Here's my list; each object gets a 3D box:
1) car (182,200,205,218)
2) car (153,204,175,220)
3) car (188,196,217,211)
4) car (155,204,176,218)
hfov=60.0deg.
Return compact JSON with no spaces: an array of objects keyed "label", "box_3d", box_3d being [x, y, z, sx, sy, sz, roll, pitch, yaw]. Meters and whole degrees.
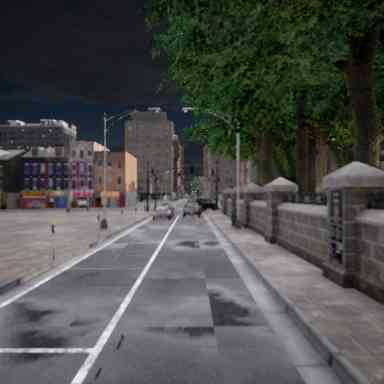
[{"label":"car","box_3d":[-0.018,1.892,35.413,2.128,1.511,4.902,0,-1,0]},{"label":"car","box_3d":[-2.729,1.940,31.561,1.802,1.307,4.206,0,-1,0]},{"label":"car","box_3d":[1.448,1.734,46.379,2.150,2.045,5.566,-1,-1,37]},{"label":"car","box_3d":[-2.740,1.965,35.224,1.947,1.339,4.313,0,-1,0]}]
